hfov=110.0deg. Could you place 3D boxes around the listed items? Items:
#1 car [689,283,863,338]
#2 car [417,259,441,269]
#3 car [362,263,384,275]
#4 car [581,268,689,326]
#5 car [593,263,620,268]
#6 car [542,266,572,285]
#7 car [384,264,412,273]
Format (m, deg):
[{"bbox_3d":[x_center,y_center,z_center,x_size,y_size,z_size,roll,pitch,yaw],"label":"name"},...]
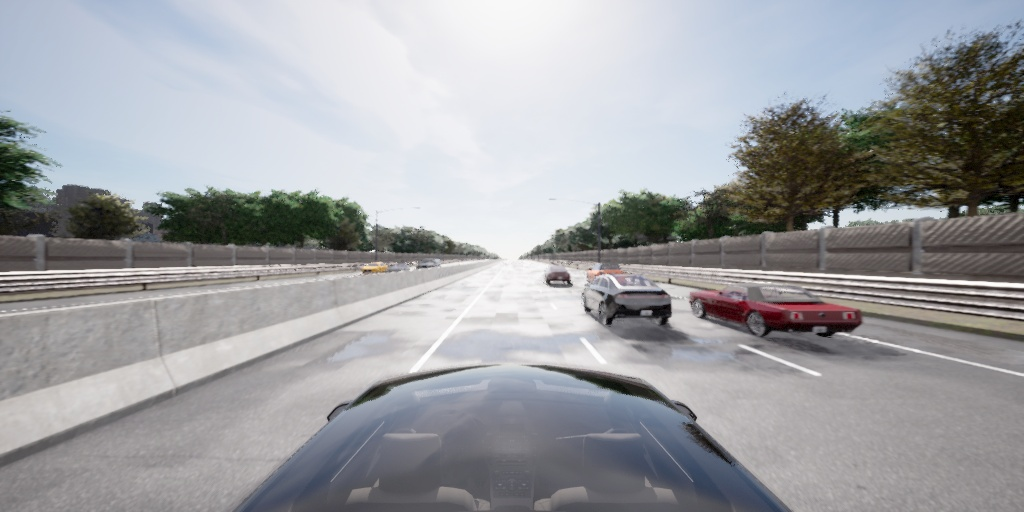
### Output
[{"bbox_3d":[7.102,1.431,10.488,1.895,1.301,4.718,0,-1,0],"label":"car"},{"bbox_3d":[-10.562,1.339,46.166,2.150,2.045,5.566,0,-1,0],"label":"car"},{"bbox_3d":[-17.558,1.592,46.151,1.882,1.535,5.008,0,-1,0],"label":"car"},{"bbox_3d":[3.602,1.335,12.027,2.128,1.511,4.902,0,-1,0],"label":"car"},{"bbox_3d":[7.104,1.326,27.663,2.097,1.767,4.553,0,0,0],"label":"car"},{"bbox_3d":[3.604,1.510,29.035,1.812,1.442,4.674,0,0,0],"label":"car"},{"bbox_3d":[-14.064,1.671,45.091,1.994,1.385,4.181,0,-1,0],"label":"car"}]
